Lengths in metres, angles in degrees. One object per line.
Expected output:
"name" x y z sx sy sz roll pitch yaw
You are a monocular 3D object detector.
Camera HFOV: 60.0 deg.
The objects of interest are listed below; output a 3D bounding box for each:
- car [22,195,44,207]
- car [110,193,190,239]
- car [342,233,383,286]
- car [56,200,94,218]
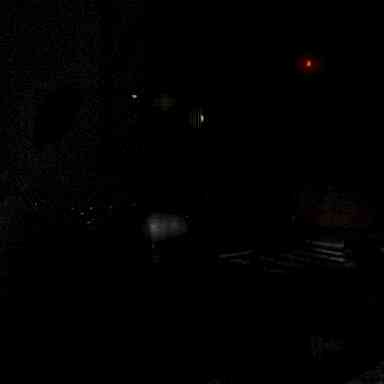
"car" -20.503 1.101 42.676 2.033 1.411 5.357 1 0 -35
"car" -2.347 1.100 17.077 2.150 2.045 5.566 1 0 -35
"car" 5.234 1.648 8.042 1.895 1.301 4.718 1 0 8
"car" -9.719 1.330 27.411 1.895 1.301 4.718 1 0 -35
